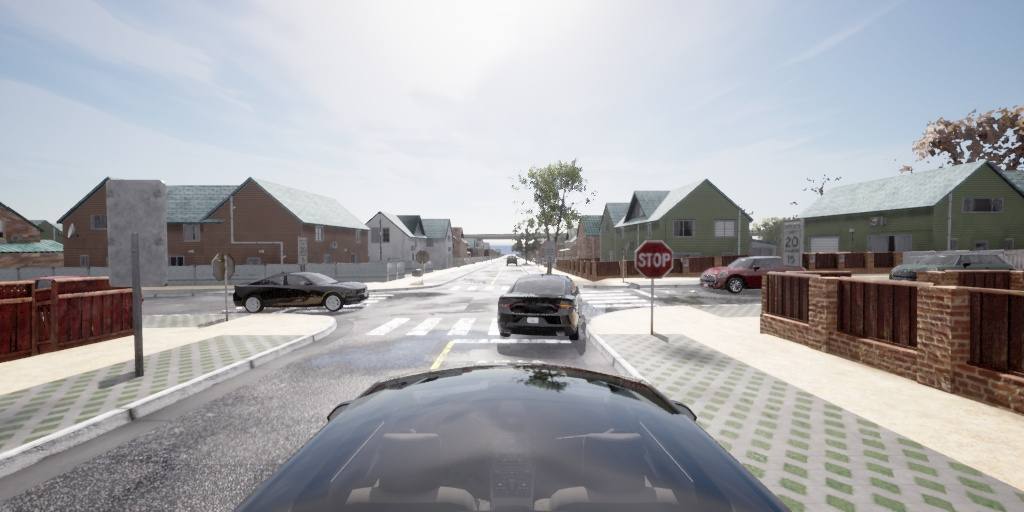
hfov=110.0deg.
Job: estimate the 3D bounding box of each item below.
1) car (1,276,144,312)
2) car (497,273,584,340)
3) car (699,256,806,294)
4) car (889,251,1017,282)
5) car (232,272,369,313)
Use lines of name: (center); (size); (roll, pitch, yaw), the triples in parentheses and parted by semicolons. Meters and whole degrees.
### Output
car: (-18.023, 1.547, 14.547); (5.008, 1.535, 1.882); (-1, 2, 0)
car: (0.957, 1.225, 10.085); (1.882, 1.535, 5.008); (0, 0, 12)
car: (11.805, 0.820, 17.696); (4.553, 1.767, 2.097); (-1, 2, 0)
car: (21.700, 0.646, 17.768); (4.553, 1.767, 2.097); (-1, 2, 0)
car: (-8.470, 1.377, 14.610); (5.008, 1.535, 1.882); (-1, 2, 0)
